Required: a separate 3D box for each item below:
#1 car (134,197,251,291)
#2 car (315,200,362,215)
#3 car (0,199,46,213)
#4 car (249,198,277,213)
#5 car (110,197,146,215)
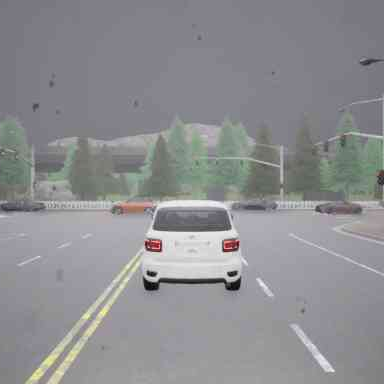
[{"bbox_3d":[0.006,1.221,9.168,2.150,2.045,5.566,0,0,0],"label":"car"},{"bbox_3d":[14.362,1.508,32.689,4.181,1.385,1.994,0,0,0],"label":"car"},{"bbox_3d":[-18.715,1.492,36.010,5.357,1.411,2.033,0,0,0],"label":"car"},{"bbox_3d":[6.754,1.439,36.150,4.902,1.511,2.128,0,0,0],"label":"car"},{"bbox_3d":[-5.663,1.312,32.580,4.553,1.767,2.097,0,0,0],"label":"car"}]
